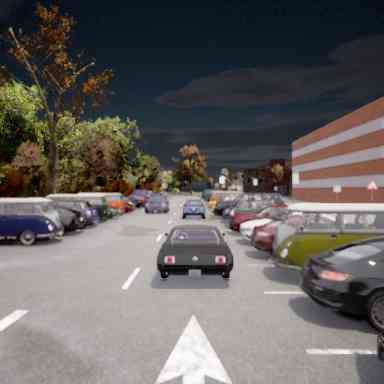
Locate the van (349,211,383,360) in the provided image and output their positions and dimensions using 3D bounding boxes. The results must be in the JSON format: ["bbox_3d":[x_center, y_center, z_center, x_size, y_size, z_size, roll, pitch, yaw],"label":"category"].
[{"bbox_3d":[4.305,1.272,3.399,4.442,1.987,1.878,0,0,0],"label":"van"}]

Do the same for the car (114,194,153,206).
[{"bbox_3d":[-8.038,1.087,45.756,5.008,1.535,2.097,0,1,0],"label":"car"}]

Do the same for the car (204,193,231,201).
[{"bbox_3d":[4.564,0.941,59.931,4.674,1.452,2.002,0,1,0],"label":"car"}]

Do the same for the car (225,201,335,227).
[{"bbox_3d":[4.462,1.444,17.547,5.008,1.535,2.097,0,1,0],"label":"car"}]

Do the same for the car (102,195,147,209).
[{"bbox_3d":[-8.061,1.160,39.985,5.008,1.535,2.097,0,1,0],"label":"car"}]

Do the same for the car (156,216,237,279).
[{"bbox_3d":[0.091,1.638,10.170,1.895,1.301,4.718,0,0,0],"label":"car"}]

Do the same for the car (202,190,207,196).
[{"bbox_3d":[4.559,0.940,57.103,5.008,1.535,2.097,0,1,0],"label":"car"}]

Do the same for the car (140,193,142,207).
[{"bbox_3d":[-8.058,1.196,37.161,5.008,1.535,2.097,0,1,0],"label":"car"}]

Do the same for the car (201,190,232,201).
[{"bbox_3d":[4.596,0.610,62.751,5.566,2.045,2.435,0,1,0],"label":"car"}]

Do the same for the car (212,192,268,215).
[{"bbox_3d":[4.460,1.140,31.673,4.553,1.767,2.185,0,1,0],"label":"car"}]

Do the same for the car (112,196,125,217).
[{"bbox_3d":[-8.098,1.338,25.993,4.892,1.521,2.231,0,1,0],"label":"car"}]

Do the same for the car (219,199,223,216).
[{"bbox_3d":[4.468,1.413,23.198,4.674,1.452,2.002,0,1,0],"label":"car"}]

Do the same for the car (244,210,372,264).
[{"bbox_3d":[4.440,1.551,11.887,4.674,1.452,2.002,0,1,0],"label":"car"}]

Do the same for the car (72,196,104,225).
[{"bbox_3d":[-8.077,1.285,20.220,4.553,1.767,2.185,0,1,0],"label":"car"}]

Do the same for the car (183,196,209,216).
[{"bbox_3d":[0.153,1.376,28.291,2.033,1.411,5.357,0,1,0],"label":"car"}]

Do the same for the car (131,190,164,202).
[{"bbox_3d":[-7.984,0.652,59.746,5.566,2.045,2.435,0,1,0],"label":"car"}]

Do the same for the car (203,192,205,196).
[{"bbox_3d":[4.543,1.054,51.453,4.674,1.452,2.002,0,1,0],"label":"car"}]

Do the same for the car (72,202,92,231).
[{"bbox_3d":[-8.147,1.474,17.524,4.792,1.488,2.163,0,1,0],"label":"car"}]

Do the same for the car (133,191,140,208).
[{"bbox_3d":[-8.101,1.106,34.337,4.553,1.767,2.185,0,1,0],"label":"car"}]

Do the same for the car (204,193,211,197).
[{"bbox_3d":[4.320,1.190,37.326,5.366,1.575,1.946,0,1,0],"label":"car"}]

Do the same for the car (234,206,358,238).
[{"bbox_3d":[4.452,1.520,14.722,4.674,1.452,2.002,0,1,0],"label":"car"}]

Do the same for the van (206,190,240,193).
[{"bbox_3d":[4.402,0.896,42.974,4.442,1.987,1.878,0,1,0],"label":"van"}]

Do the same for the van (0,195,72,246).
[{"bbox_3d":[-8.005,1.255,14.695,4.442,1.987,1.878,0,1,0],"label":"van"}]

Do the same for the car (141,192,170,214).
[{"bbox_3d":[-3.272,1.133,32.018,2.097,1.767,4.553,0,1,0],"label":"car"}]

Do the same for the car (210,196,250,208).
[{"bbox_3d":[4.515,1.198,40.151,4.674,1.452,2.002,0,1,0],"label":"car"}]

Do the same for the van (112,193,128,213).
[{"bbox_3d":[-8.200,1.076,28.815,4.442,1.987,1.878,0,1,0],"label":"van"}]

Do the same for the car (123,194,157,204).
[{"bbox_3d":[-8.025,1.016,51.403,4.892,1.521,2.231,0,1,0],"label":"car"}]

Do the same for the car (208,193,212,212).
[{"bbox_3d":[4.684,1.226,34.499,5.366,1.575,1.946,0,1,0],"label":"car"}]

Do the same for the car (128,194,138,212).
[{"bbox_3d":[-8.083,1.267,31.515,5.008,1.535,2.097,0,1,0],"label":"car"}]

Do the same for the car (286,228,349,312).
[{"bbox_3d":[4.426,1.552,6.222,4.674,1.452,2.002,0,0,0],"label":"car"}]

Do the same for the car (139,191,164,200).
[{"bbox_3d":[-7.935,0.688,65.527,4.553,1.767,2.185,0,0,0],"label":"car"}]

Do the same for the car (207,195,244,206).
[{"bbox_3d":[4.555,1.116,45.802,4.792,1.488,2.163,0,1,0],"label":"car"}]

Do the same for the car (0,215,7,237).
[{"bbox_3d":[-8.135,1.521,8.917,5.008,1.535,2.097,0,0,0],"label":"car"}]

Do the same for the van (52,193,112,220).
[{"bbox_3d":[-8.217,1.148,23.166,4.442,1.987,1.878,0,1,0],"label":"van"}]

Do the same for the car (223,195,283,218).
[{"bbox_3d":[4.432,1.283,20.371,4.553,1.767,2.185,0,1,0],"label":"car"}]
